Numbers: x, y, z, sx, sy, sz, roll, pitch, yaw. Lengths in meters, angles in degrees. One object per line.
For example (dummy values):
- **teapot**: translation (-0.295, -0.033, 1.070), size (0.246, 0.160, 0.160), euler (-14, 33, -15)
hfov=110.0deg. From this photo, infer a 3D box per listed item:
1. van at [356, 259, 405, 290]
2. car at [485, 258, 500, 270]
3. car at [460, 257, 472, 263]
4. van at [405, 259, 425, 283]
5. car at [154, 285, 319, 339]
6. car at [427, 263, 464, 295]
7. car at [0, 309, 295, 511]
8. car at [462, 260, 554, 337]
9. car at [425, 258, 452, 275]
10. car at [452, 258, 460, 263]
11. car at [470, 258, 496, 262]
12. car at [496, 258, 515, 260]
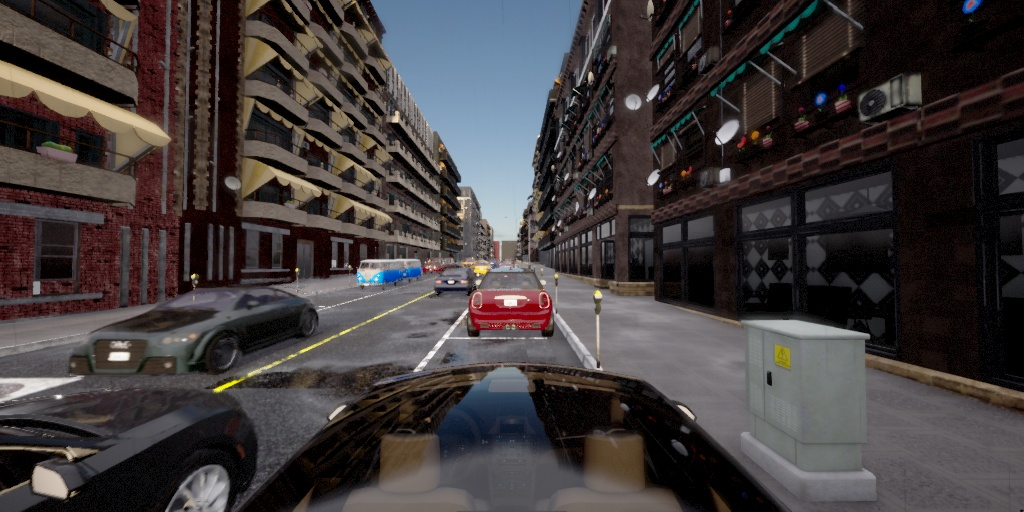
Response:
- **van**: translation (-8.335, 1.108, 22.603), size (1.690, 1.789, 3.998), euler (0, 0, 0)
- **car**: translation (-2.920, 1.196, 55.325), size (2.097, 1.767, 4.553), euler (0, 0, 0)
- **car**: translation (-5.771, 1.019, 48.652), size (1.882, 1.535, 5.008), euler (0, 0, 0)
- **van**: translation (-8.335, 1.118, 28.134), size (1.690, 1.789, 3.998), euler (0, 0, 0)
- **car**: translation (-5.871, 1.317, 7.355), size (1.994, 1.385, 4.181), euler (0, 0, 0)
- **car**: translation (-2.921, 1.311, 19.692), size (2.033, 1.411, 5.357), euler (0, 0, 0)
- **car**: translation (-2.922, 1.254, 0.831), size (1.837, 1.490, 4.892), euler (0, 0, 0)
- **car**: translation (-0.033, 1.108, 10.473), size (2.097, 1.767, 4.553), euler (0, 0, 0)
- **car**: translation (-8.335, 1.115, 39.194), size (2.192, 1.841, 5.009), euler (0, 0, 0)
- **car**: translation (-8.335, 1.128, 44.724), size (2.192, 1.841, 5.009), euler (0, 0, 0)
- **car**: translation (-3.022, 1.254, 38.189), size (1.801, 1.575, 5.366), euler (0, 0, 0)
- **car**: translation (-0.445, 1.240, 39.134), size (1.967, 1.591, 4.097), euler (0, 0, 0)
